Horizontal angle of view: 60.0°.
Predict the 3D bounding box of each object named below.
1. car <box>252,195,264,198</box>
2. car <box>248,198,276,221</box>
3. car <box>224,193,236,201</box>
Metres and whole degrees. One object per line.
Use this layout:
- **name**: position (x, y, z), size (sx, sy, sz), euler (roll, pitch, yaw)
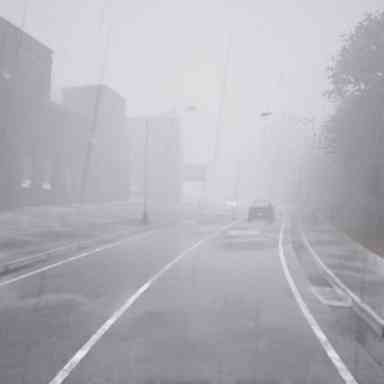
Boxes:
- **car**: position (11.158, 1.272, 56.036), size (1.812, 1.442, 4.674), euler (0, 1, 3)
- **car**: position (5.777, 1.502, 27.324), size (1.882, 1.535, 5.008), euler (0, 0, 17)
- **car**: position (7.485, 0.993, 65.303), size (2.128, 1.511, 4.902), euler (1, 2, -2)
